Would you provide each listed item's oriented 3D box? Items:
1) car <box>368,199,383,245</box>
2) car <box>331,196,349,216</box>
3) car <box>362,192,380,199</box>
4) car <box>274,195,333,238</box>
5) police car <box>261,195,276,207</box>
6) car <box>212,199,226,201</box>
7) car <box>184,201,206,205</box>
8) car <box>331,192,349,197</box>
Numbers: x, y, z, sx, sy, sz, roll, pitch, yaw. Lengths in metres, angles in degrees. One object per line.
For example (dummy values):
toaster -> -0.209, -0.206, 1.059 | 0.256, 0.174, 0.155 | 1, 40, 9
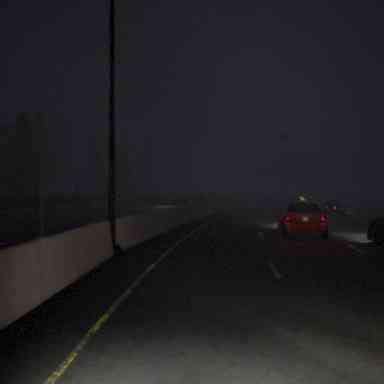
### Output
car -> 8.229, 1.302, 12.128 | 2.097, 1.767, 4.553 | 0, 0, 8
car -> 13.050, 1.391, 30.600 | 2.033, 1.411, 5.357 | 0, 0, 21
car -> 42.049, 0.850, 78.230 | 4.553, 1.767, 2.097 | 0, 0, -32
car -> 5.640, 1.255, 17.413 | 2.097, 1.767, 4.553 | 0, 0, 11
police car -> 11.087, 1.158, 45.739 | 1.930, 1.638, 5.238 | 0, 0, 29
car -> 4.207, 1.254, 45.484 | 2.033, 1.411, 5.357 | 0, 0, 27
car -> 0.219, 1.171, 45.164 | 1.882, 1.535, 5.008 | 0, 1, 26
car -> 30.896, 0.865, 69.424 | 4.553, 1.767, 2.097 | 0, 1, -40
